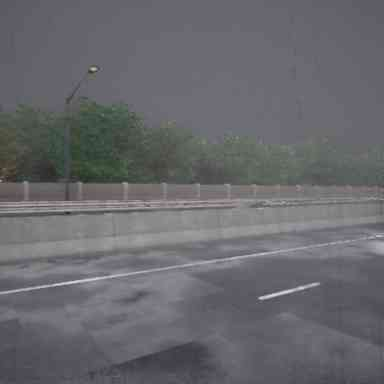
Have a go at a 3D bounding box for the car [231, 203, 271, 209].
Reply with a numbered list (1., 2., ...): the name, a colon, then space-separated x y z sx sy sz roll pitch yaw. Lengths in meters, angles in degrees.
1. car: 4.090 1.514 23.793 5.357 1.411 2.033 0 0 -34
